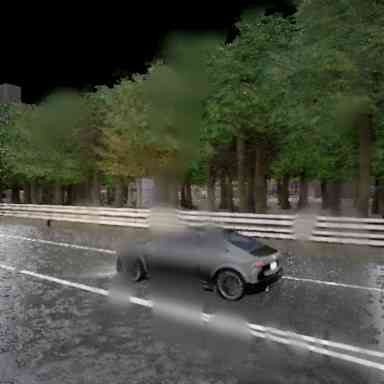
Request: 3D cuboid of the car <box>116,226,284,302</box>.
[{"bbox_3d":[0.099,1.572,8.332,4.181,1.385,1.994,0,0,33],"label":"car"}]
